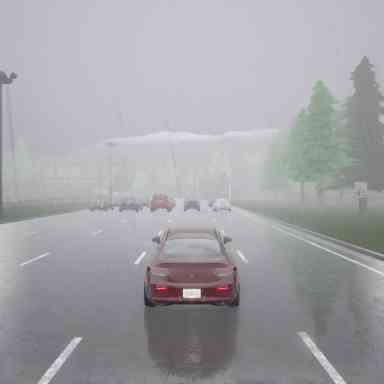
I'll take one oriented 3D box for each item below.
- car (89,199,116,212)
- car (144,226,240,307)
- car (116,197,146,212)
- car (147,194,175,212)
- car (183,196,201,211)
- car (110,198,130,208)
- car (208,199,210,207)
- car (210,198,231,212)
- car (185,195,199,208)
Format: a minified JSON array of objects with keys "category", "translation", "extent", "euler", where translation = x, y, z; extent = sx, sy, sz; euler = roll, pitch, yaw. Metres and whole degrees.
[{"category":"car","translation":[-10.504,1.601,39.030],"extent":[1.895,1.301,4.718],"euler":[0,0,0]},{"category":"car","translation":[-0.003,1.526,7.849],"extent":[1.812,1.442,4.674],"euler":[0,0,0]},{"category":"car","translation":[-7.008,1.352,38.664],"extent":[2.097,1.767,4.553],"euler":[0,0,0]},{"category":"car","translation":[-3.507,1.221,38.575],"extent":[2.150,2.045,5.566],"euler":[0,0,0]},{"category":"car","translation":[0.005,1.505,39.991],"extent":[1.837,1.490,4.892],"euler":[0,0,0]},{"category":"car","translation":[-10.504,1.564,48.943],"extent":[1.994,1.385,4.181],"euler":[0,0,0]},{"category":"car","translation":[3.488,1.564,49.344],"extent":[1.994,1.385,4.181],"euler":[0,0,1]},{"category":"car","translation":[3.497,1.526,39.050],"extent":[1.812,1.442,4.674],"euler":[0,0,0]},{"category":"car","translation":[-0.003,1.352,50.092],"extent":[2.097,1.767,4.553],"euler":[0,0,0]}]
